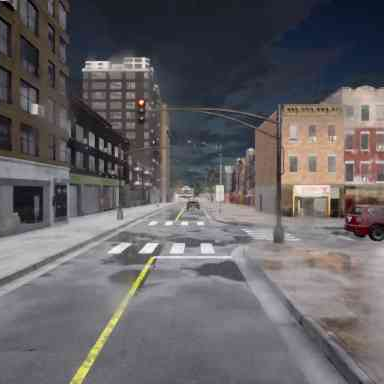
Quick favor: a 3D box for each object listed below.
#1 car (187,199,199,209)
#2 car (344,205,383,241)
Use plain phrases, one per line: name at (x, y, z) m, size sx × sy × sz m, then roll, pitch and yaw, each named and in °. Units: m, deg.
car at (0.185, 1.877, 51.892) m, size 1.837 × 1.490 × 4.892 m, roll 0°, pitch -1°, yaw 0°
car at (10.843, 1.642, 17.854) m, size 5.009 × 1.841 × 2.192 m, roll 1°, pitch -1°, yaw 0°
